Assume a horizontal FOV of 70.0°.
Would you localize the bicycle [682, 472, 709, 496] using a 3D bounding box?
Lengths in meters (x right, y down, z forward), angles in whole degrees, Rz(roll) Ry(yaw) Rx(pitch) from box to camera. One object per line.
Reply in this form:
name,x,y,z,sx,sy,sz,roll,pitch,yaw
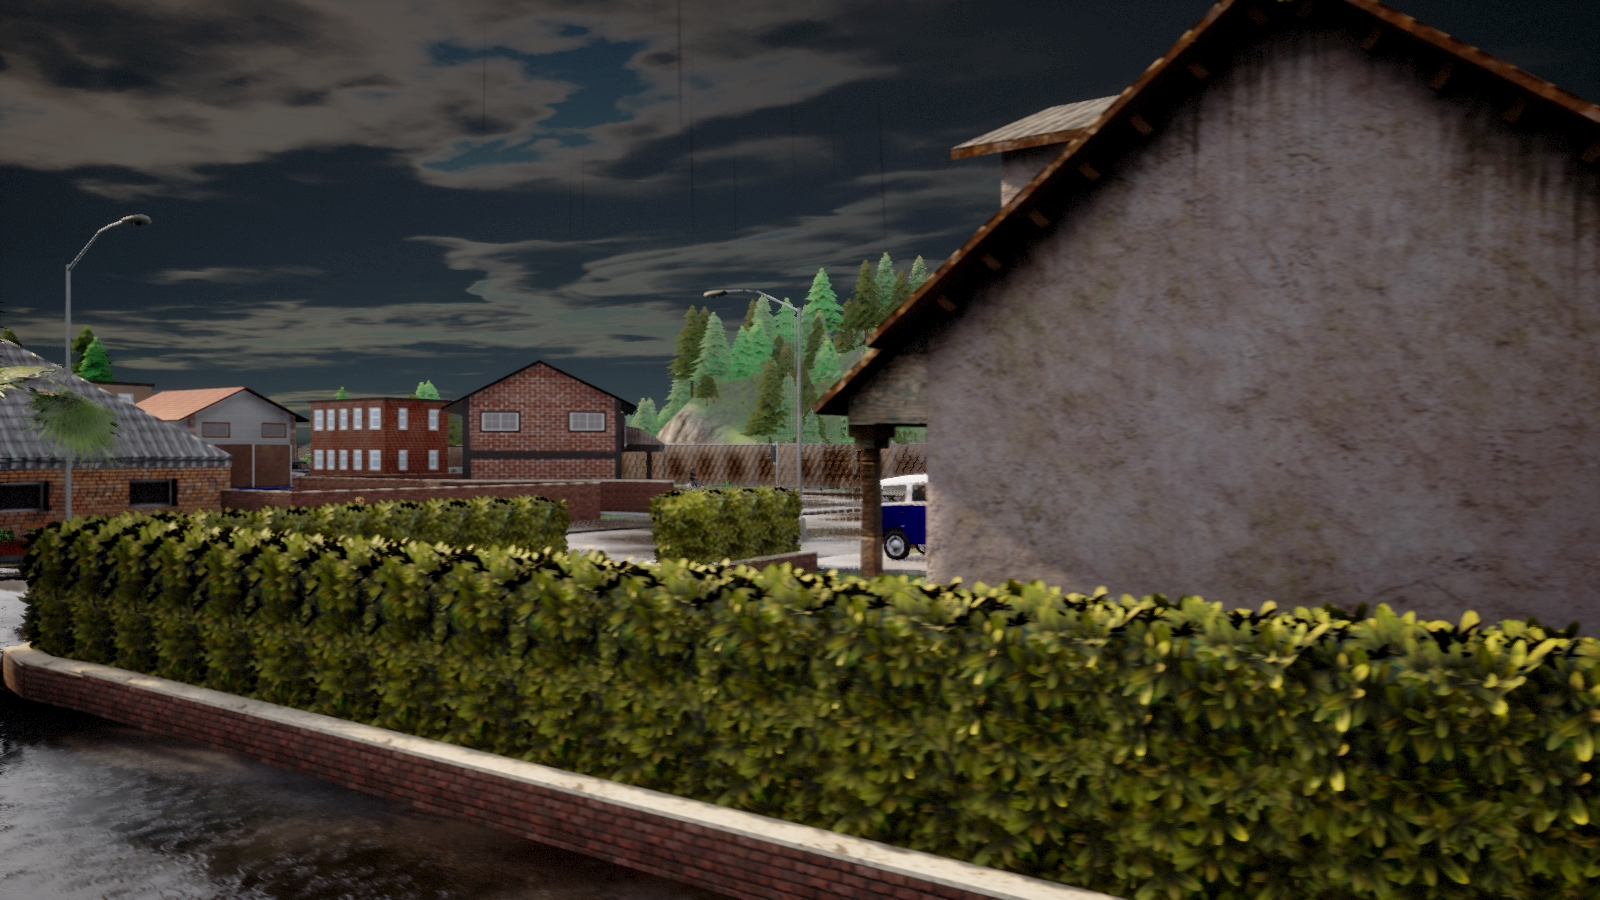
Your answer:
bicycle,-6.358,2.058,69.332,1.835,1.471,0.329,0,0,35
